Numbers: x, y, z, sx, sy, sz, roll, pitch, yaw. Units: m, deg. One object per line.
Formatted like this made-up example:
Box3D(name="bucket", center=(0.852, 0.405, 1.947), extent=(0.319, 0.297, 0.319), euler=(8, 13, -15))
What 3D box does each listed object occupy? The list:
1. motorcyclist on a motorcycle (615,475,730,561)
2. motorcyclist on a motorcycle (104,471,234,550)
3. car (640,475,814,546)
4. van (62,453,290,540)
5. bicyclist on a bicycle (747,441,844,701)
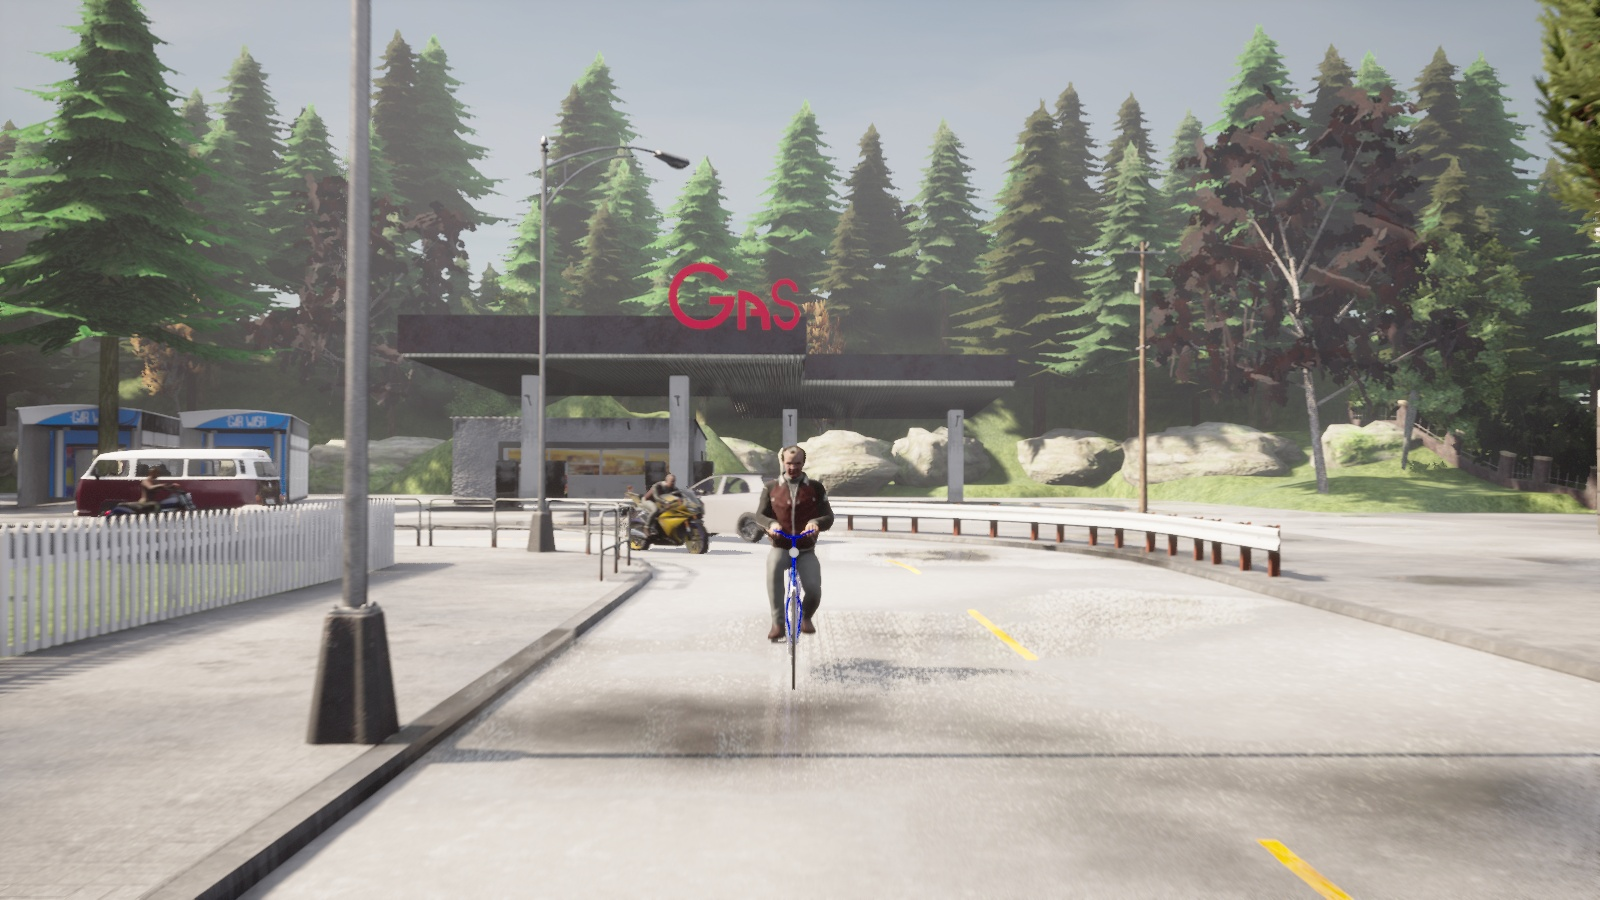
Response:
Box3D(name="motorcyclist on a motorcycle", center=(-2.445, 1.262, 23.940), extent=(2.191, 1.530, 0.866), euler=(-1, 0, 40))
Box3D(name="motorcyclist on a motorcycle", center=(-13.293, 1.262, 26.503), extent=(2.350, 1.649, 0.766), euler=(0, -1, 0))
Box3D(name="car", center=(-1.681, 1.313, 28.402), extent=(3.633, 1.501, 1.845), euler=(-1, -1, 38))
Box3D(name="van", center=(-15.059, 1.109, 30.496), extent=(4.480, 2.038, 2.069), euler=(0, -1, 0))
Box3D(name="bicyclist on a bicycle", center=(-0.039, 0.845, 9.514), extent=(0.659, 1.776, 1.843), euler=(0, -1, -1))
